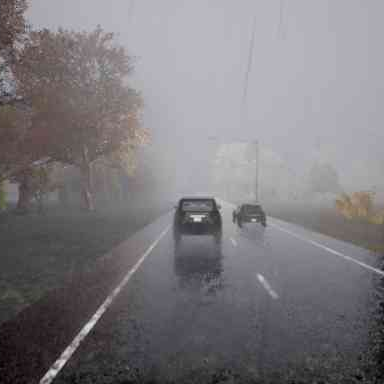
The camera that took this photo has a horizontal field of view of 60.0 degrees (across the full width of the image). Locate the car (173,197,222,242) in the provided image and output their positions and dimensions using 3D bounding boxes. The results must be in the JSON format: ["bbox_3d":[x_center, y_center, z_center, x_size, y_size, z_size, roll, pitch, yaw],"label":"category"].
[{"bbox_3d":[0.275,1.231,16.451,2.150,2.045,5.566,0,0,1],"label":"car"}]

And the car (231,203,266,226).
[{"bbox_3d":[3.902,1.519,23.206,1.837,1.490,4.892,0,0,1],"label":"car"}]

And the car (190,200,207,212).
[{"bbox_3d":[0.718,1.624,39.446,1.895,1.301,4.718,0,0,1],"label":"car"}]
